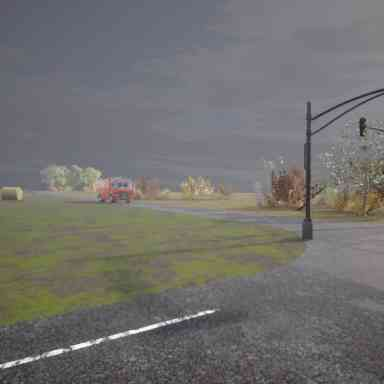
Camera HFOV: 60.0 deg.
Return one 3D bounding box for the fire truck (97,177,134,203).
[{"bbox_3d":[-11.714,-0.354,50.084,2.891,3.827,8.468,1,0,-32],"label":"fire truck"}]
